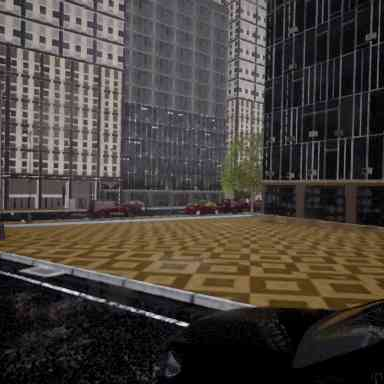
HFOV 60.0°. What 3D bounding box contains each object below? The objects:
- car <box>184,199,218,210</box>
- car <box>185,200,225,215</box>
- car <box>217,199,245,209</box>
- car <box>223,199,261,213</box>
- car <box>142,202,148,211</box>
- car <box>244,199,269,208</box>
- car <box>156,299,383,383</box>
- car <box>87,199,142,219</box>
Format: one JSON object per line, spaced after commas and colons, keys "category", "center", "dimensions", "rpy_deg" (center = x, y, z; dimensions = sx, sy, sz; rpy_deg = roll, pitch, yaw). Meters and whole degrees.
{"category": "car", "center": [1.397, 1.816, 49.544], "dimensions": [4.829, 1.417, 1.752], "rpy_deg": [1, 1, -34]}
{"category": "car", "center": [1.319, 1.991, 39.937], "dimensions": [4.507, 1.381, 1.887], "rpy_deg": [1, 1, -34]}
{"category": "car", "center": [6.210, 1.901, 52.849], "dimensions": [4.313, 1.339, 1.947], "rpy_deg": [1, 1, -34]}
{"category": "car", "center": [5.998, 1.805, 43.140], "dimensions": [5.009, 1.841, 2.192], "rpy_deg": [1, 1, -34]}
{"category": "car", "center": [-7.812, 1.756, 43.225], "dimensions": [4.403, 1.369, 2.008], "rpy_deg": [1, 1, -34]}
{"category": "car", "center": [10.884, 1.961, 56.057], "dimensions": [4.206, 1.307, 1.802], "rpy_deg": [1, 1, -34]}
{"category": "car", "center": [1.853, 1.525, 2.369], "dimensions": [4.674, 1.442, 1.812], "rpy_deg": [0, 0, 36]}
{"category": "car", "center": [-8.023, 1.674, 33.517], "dimensions": [5.009, 1.841, 2.192], "rpy_deg": [1, 1, -34]}
